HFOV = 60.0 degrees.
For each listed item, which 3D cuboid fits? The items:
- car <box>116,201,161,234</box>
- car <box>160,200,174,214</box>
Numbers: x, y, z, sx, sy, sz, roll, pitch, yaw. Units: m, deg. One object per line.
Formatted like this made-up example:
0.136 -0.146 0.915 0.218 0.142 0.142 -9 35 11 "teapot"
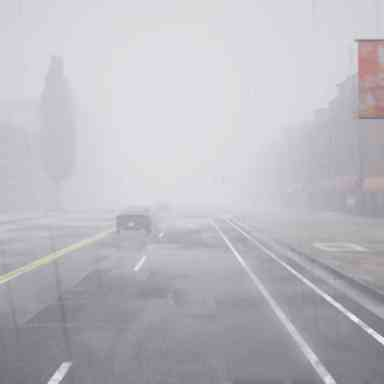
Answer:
-3.156 1.527 19.738 1.882 1.535 5.008 0 0 0 "car"
-3.160 1.677 38.245 1.812 1.442 4.674 0 0 0 "car"
